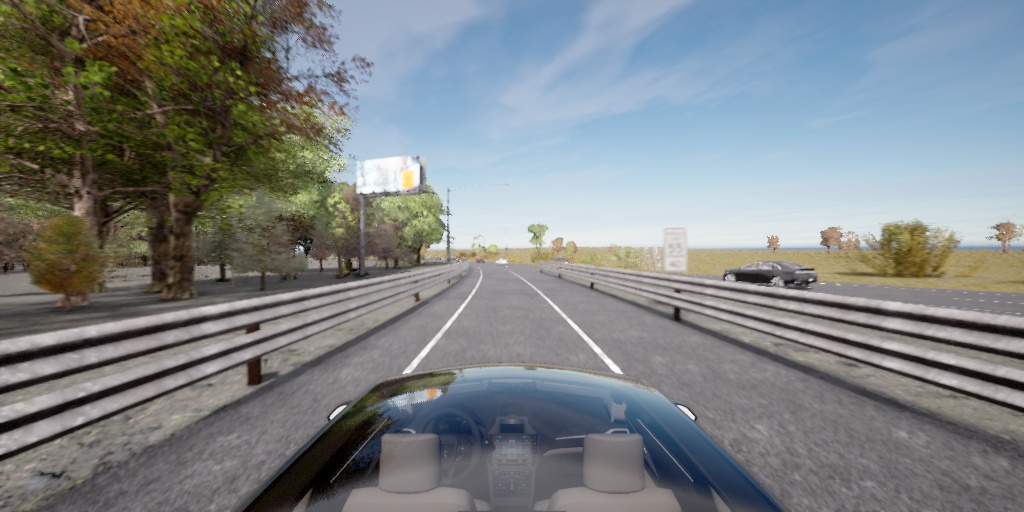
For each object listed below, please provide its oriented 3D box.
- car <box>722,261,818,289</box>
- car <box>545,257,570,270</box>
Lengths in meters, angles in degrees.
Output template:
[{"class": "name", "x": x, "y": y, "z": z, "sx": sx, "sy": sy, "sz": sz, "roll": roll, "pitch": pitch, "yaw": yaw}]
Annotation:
[{"class": "car", "x": 14.492, "y": 1.023, "z": 20.542, "sx": 2.128, "sy": 1.511, "sz": 4.902, "roll": -1, "pitch": 0, "yaw": -17}, {"class": "car", "x": 6.130, "y": 0.973, "z": 48.317, "sx": 2.097, "sy": 1.767, "sz": 4.553, "roll": -1, "pitch": 0, "yaw": -17}]
